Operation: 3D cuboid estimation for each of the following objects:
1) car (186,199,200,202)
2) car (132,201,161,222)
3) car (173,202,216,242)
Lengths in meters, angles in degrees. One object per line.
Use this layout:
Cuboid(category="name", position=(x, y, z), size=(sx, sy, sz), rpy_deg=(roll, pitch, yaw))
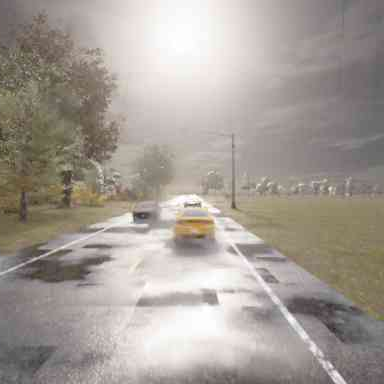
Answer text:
Cuboid(category="car", position=(0.091, 1.508, 34.958), size=(2.128, 1.511, 4.902), rpy_deg=(0, 0, 0))
Cuboid(category="car", position=(-3.597, 1.490, 27.039), size=(1.882, 1.535, 5.008), rpy_deg=(0, 0, 0))
Cuboid(category="car", position=(0.107, 1.484, 16.511), size=(1.882, 1.535, 5.008), rpy_deg=(0, 0, 0))
